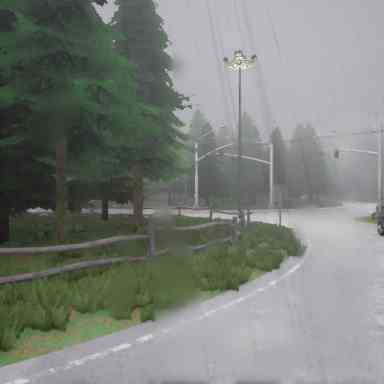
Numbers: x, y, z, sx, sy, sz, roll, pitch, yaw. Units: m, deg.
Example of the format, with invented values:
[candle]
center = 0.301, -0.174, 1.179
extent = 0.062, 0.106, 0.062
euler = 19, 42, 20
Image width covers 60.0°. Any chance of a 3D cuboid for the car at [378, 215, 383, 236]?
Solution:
[car]
center = 10.250, 1.352, 15.377
extent = 2.097, 1.767, 4.553
euler = 0, 0, 15
